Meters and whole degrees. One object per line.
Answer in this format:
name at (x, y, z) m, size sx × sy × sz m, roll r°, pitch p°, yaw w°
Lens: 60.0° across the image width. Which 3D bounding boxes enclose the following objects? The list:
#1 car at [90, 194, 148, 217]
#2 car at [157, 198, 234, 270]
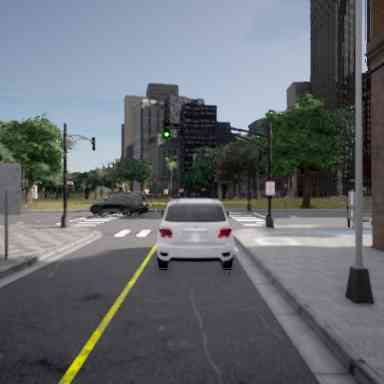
car at (-6.794, 1.229, 31.061) m, size 5.566 × 2.045 × 2.150 m, roll 0°, pitch -2°, yaw 22°
car at (0.112, 1.217, 11.213) m, size 2.150 × 2.045 × 5.566 m, roll 0°, pitch 0°, yaw 1°
